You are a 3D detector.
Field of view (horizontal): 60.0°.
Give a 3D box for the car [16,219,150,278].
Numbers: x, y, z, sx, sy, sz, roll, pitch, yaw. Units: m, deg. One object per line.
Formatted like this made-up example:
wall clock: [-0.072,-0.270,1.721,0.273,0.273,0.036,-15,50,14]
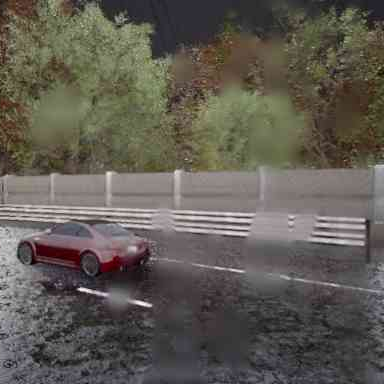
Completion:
car: [-3.309,1.503,9.967,4.181,1.385,1.994,0,0,31]
